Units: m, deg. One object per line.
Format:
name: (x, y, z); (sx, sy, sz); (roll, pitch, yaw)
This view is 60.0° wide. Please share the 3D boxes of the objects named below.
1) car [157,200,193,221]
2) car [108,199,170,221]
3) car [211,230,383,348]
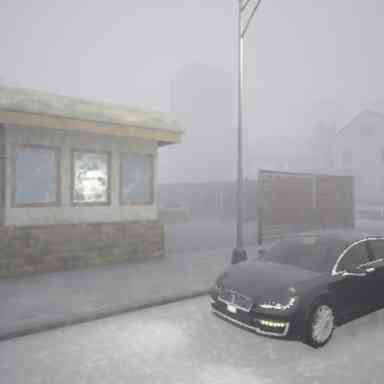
car: (-1.953, 1.500, 25.751); (4.193, 1.474, 1.816); (0, 0, -36)
car: (-4.396, 1.427, 27.903); (4.611, 1.667, 2.242); (0, 0, -36)
car: (2.585, 1.542, 6.420); (4.892, 1.490, 1.837); (1, -1, -35)
